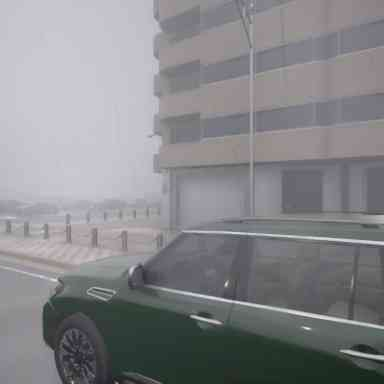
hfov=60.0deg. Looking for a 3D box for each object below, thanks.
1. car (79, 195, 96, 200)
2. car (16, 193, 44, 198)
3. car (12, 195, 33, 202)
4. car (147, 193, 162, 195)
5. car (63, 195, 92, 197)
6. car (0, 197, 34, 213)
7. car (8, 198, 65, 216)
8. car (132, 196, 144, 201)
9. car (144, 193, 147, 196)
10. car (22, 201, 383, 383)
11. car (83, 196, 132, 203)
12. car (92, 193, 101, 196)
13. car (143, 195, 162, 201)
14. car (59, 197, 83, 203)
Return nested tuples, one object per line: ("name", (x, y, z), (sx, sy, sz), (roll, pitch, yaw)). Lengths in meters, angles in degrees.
("car", (-28.011, 1.475, 89.111), (1.970, 1.475, 3.806), (0, 0, 35))
("car", (-35.704, 1.232, 73.090), (1.932, 1.855, 4.605), (0, 0, 35))
("car", (-38.037, 1.443, 74.808), (1.784, 1.438, 3.905), (0, 0, 35))
("car", (-7.234, 1.224, 74.477), (1.932, 1.855, 4.605), (0, 0, 35))
("car", (-21.827, 1.468, 63.449), (1.970, 1.475, 3.806), (0, 0, 35))
("car", (-18.896, 1.558, 33.371), (2.128, 1.511, 4.902), (0, 0, 35))
("car", (-15.158, 1.629, 32.613), (1.994, 1.385, 4.181), (0, 0, 35))
("car", (-8.102, 1.667, 48.834), (1.895, 1.301, 4.718), (0, 0, 35))
("car", (-9.571, 1.228, 76.186), (1.905, 1.878, 3.866), (0, 0, 35))
("car", (0.795, 1.222, 3.430), (5.566, 2.045, 2.150), (0, 0, 35))
("car", (-10.083, 1.557, 39.888), (2.128, 1.511, 4.902), (0, 0, 35))
("car", (-25.649, 1.235, 87.437), (1.905, 1.878, 3.866), (0, 0, 35))
("car", (-4.421, 1.591, 47.979), (1.812, 1.442, 4.674), (0, 0, 35))
("car", (-13.824, 1.631, 40.641), (1.994, 1.385, 4.181), (0, 0, 35))
